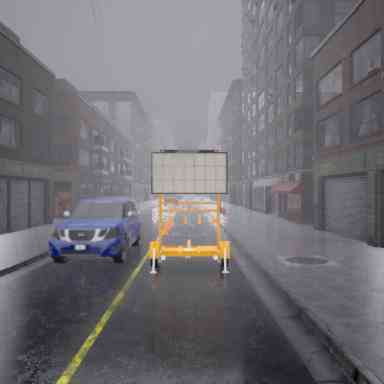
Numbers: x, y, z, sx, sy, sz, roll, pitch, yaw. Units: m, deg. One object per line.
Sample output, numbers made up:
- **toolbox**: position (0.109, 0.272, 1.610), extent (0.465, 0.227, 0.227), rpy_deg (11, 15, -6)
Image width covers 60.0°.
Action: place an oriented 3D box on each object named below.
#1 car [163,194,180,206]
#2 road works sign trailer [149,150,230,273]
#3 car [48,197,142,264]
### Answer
- **car**: position (-3.518, 1.210, 55.055), extent (2.150, 2.045, 5.566), rpy_deg (0, 0, 0)
- **road works sign trailer**: position (-0.081, 0.464, 10.627), extent (2.380, 3.560, 2.880), rpy_deg (0, 0, 0)
- **car**: position (-3.193, 1.221, 12.198), extent (2.150, 2.045, 5.566), rpy_deg (0, 0, 0)
